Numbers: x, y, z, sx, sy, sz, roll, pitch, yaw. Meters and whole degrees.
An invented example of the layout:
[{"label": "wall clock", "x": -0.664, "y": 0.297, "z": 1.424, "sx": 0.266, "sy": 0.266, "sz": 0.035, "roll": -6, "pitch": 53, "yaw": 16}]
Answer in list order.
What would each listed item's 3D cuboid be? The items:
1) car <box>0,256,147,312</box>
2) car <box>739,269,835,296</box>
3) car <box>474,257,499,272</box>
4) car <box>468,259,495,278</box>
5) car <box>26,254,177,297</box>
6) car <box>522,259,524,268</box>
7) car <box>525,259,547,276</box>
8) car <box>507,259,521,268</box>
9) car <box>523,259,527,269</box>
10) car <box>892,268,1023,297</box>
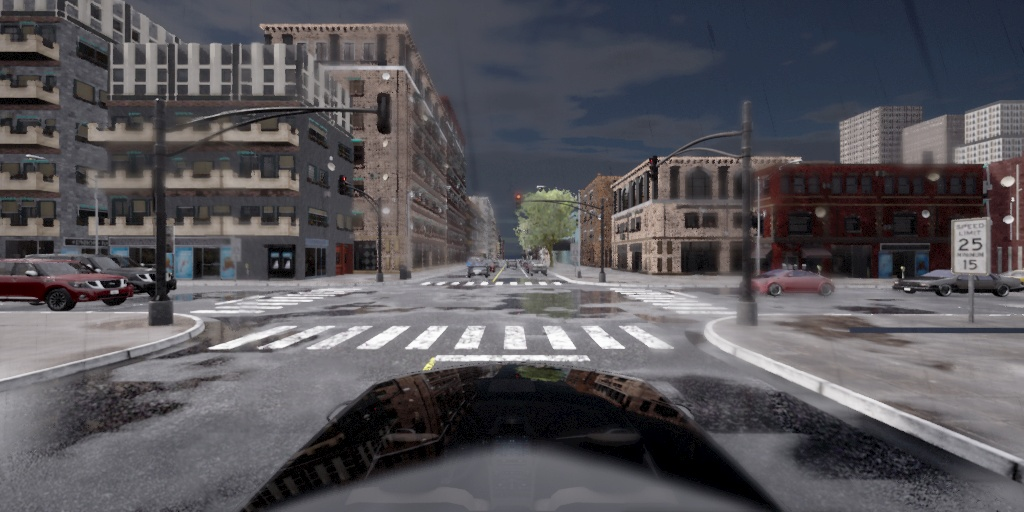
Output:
[{"label": "car", "x": -17.278, "y": 1.016, "z": 13.289, "sx": 5.009, "sy": 1.841, "sz": 2.192, "roll": 0, "pitch": 0, "yaw": 0}, {"label": "car", "x": 14.717, "y": 1.390, "z": 19.308, "sx": 4.181, "sy": 1.385, "sz": 1.994, "roll": 0, "pitch": 0, "yaw": 0}, {"label": "car", "x": -3.102, "y": 1.152, "z": 44.254, "sx": 2.097, "sy": 1.767, "sz": 4.553, "roll": 0, "pitch": 0, "yaw": 0}, {"label": "car", "x": -3.105, "y": 1.273, "z": 34.360, "sx": 2.128, "sy": 1.511, "sz": 4.902, "roll": 0, "pitch": 0, "yaw": 0}, {"label": "car", "x": -18.311, "y": 0.920, "z": 15.869, "sx": 5.566, "sy": 2.045, "sz": 2.150, "roll": 0, "pitch": 0, "yaw": 0}, {"label": "car", "x": 2.686, "y": 1.246, "z": 48.402, "sx": 1.967, "sy": 1.591, "sz": 4.097, "roll": 0, "pitch": 0, "yaw": 0}, {"label": "car", "x": 2.687, "y": 1.336, "z": 37.009, "sx": 2.007, "sy": 1.370, "sz": 4.403, "roll": 0, "pitch": 0, "yaw": 0}, {"label": "car", "x": -0.005, "y": 1.330, "z": 63.366, "sx": 2.128, "sy": 1.511, "sz": 4.902, "roll": 0, "pitch": 0, "yaw": 0}, {"label": "car", "x": 2.687, "y": 1.236, "z": 42.706, "sx": 1.967, "sy": 1.591, "sz": 4.097, "roll": 0, "pitch": 0, "yaw": 0}, {"label": "car", "x": 24.018, "y": 1.415, "z": 19.376, "sx": 5.357, "sy": 1.411, "sz": 2.033, "roll": 0, "pitch": 0, "yaw": 0}]
